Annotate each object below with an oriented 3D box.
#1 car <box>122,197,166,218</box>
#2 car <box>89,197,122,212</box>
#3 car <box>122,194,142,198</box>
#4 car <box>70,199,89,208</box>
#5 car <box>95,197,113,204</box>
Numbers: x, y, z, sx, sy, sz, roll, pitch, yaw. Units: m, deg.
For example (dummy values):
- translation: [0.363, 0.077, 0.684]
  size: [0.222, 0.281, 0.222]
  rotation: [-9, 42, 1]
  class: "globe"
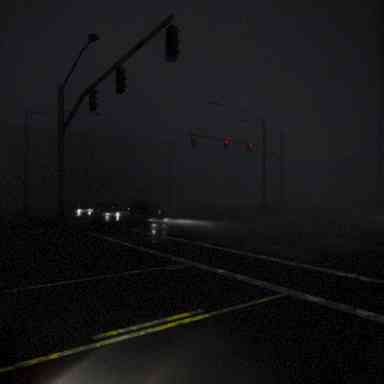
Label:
- translation: [-4.220, 1.489, 30.608]
  size: [2.128, 1.511, 4.902]
  rotation: [0, 0, -36]
  class: "car"
- translation: [-10.018, 1.562, 38.684]
  size: [1.994, 1.385, 4.181]
  rotation: [0, 0, -35]
  class: "car"
- translation: [-13.671, 1.520, 72.532]
  size: [1.812, 1.442, 4.674]
  rotation: [0, 0, 30]
  class: "car"
- translation: [-15.742, 1.599, 46.804]
  size: [1.895, 1.301, 4.718]
  rotation: [0, 0, -32]
  class: "car"
- translation: [-16.502, 1.598, 62.705]
  size: [1.895, 1.301, 4.718]
  rotation: [0, 0, 3]
  class: "car"
